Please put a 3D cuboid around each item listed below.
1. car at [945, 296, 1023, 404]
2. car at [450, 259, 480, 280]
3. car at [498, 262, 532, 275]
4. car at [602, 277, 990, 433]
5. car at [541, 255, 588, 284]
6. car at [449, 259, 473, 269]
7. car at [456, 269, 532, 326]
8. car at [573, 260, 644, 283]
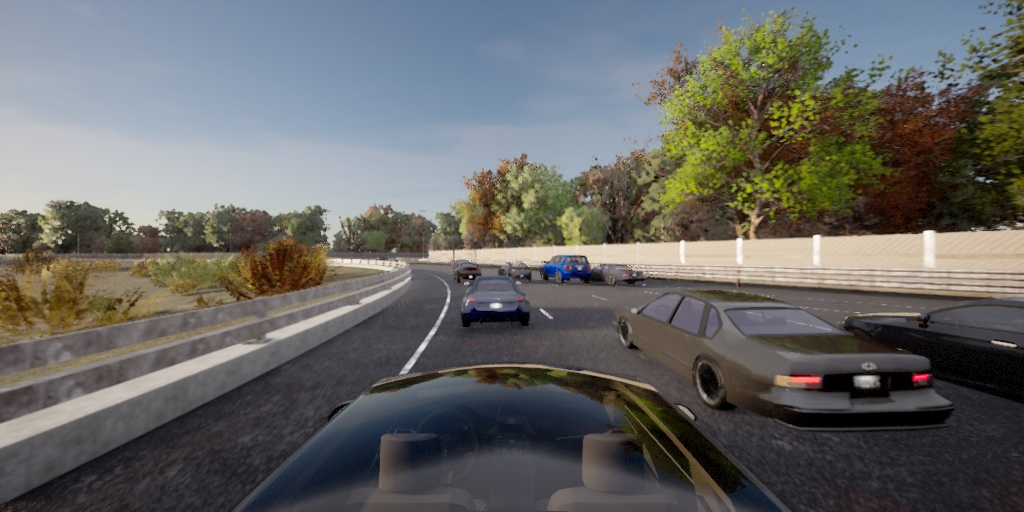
[{"bbox_3d":[6.864,1.246,4.675,1.812,1.442,4.674,0,0,-2],"label":"car"},{"bbox_3d":[-3.549,1.232,27.957,1.837,1.490,4.892,0,0,-14],"label":"car"},{"bbox_3d":[0.125,1.206,27.619,2.128,1.511,4.902,0,0,-14],"label":"car"},{"bbox_3d":[3.364,1.279,6.028,2.033,1.411,5.357,0,0,-3],"label":"car"},{"bbox_3d":[3.898,0.921,26.596,2.150,2.045,5.566,0,0,-14],"label":"car"},{"bbox_3d":[-8.207,1.252,57.422,2.033,1.411,5.357,0,0,-30],"label":"car"},{"bbox_3d":[-0.604,1.303,11.634,1.994,1.385,4.181,0,0,-5],"label":"car"},{"bbox_3d":[6.731,1.242,24.800,2.033,1.411,5.357,0,0,-23],"label":"car"}]
